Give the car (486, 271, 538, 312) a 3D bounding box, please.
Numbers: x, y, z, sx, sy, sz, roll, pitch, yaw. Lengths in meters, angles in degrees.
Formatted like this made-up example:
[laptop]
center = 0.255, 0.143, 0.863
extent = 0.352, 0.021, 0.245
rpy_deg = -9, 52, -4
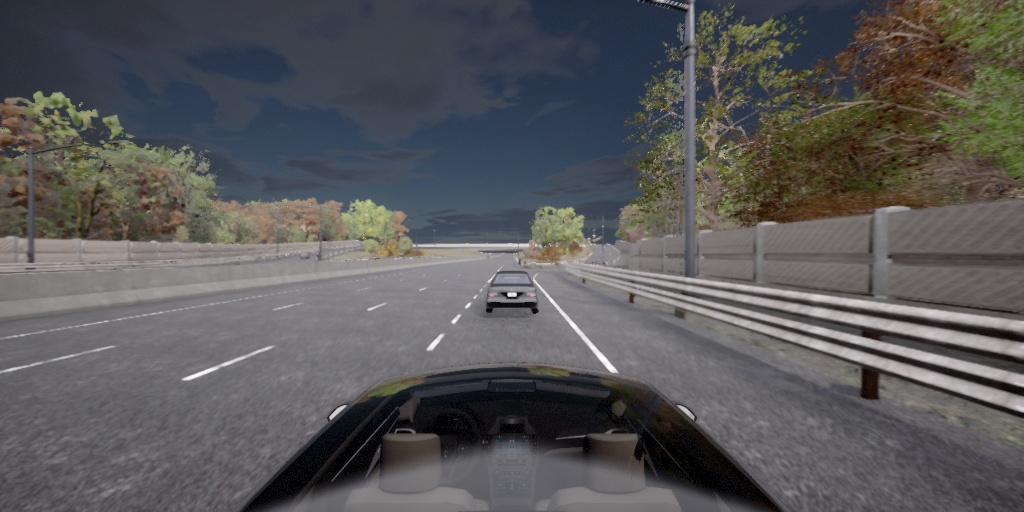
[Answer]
[car]
center = 0.001, 1.270, 13.942
extent = 2.033, 1.411, 5.357
rpy_deg = 0, 0, 0
